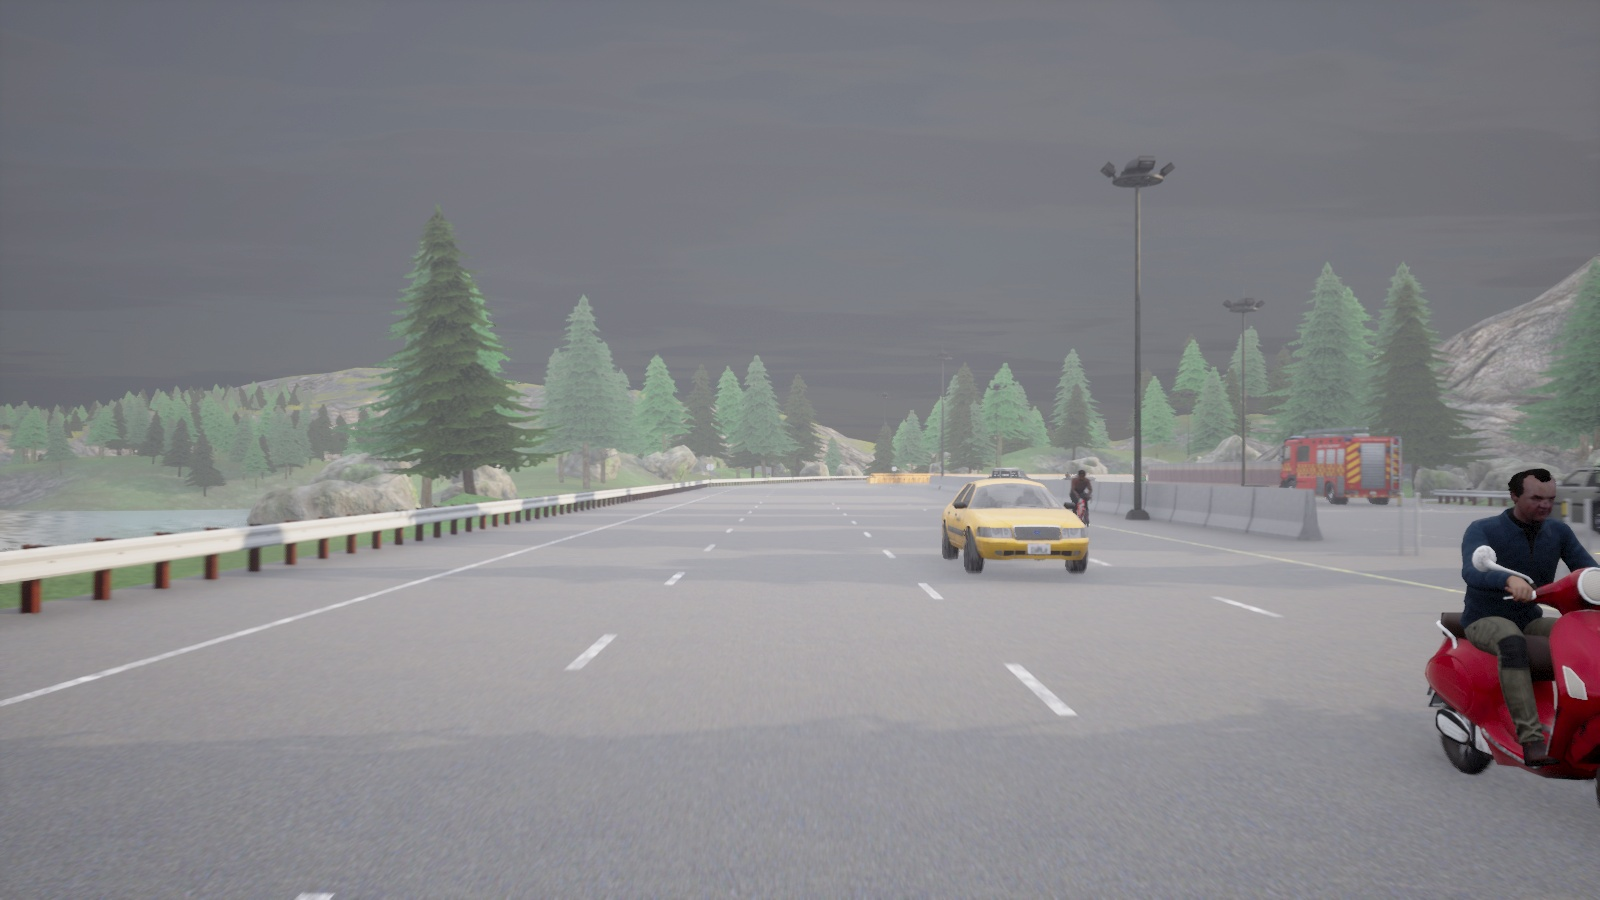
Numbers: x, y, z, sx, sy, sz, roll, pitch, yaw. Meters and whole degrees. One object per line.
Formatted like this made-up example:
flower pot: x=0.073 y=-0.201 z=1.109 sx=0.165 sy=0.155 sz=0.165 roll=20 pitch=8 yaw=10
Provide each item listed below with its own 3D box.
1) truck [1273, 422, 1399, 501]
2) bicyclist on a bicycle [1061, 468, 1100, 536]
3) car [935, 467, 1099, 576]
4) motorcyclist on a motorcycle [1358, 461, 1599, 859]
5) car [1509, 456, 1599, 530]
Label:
truck: x=27.827 y=0.634 z=65.647 sx=2.891 sy=3.827 sz=8.468 roll=0 pitch=-1 yaw=0
bicyclist on a bicycle: x=6.926 y=1.258 z=31.075 sx=0.582 sy=1.620 sz=1.656 roll=0 pitch=-1 yaw=0
car: x=3.450 y=1.090 z=20.996 sx=1.801 sy=1.575 sz=5.366 roll=0 pitch=-1 yaw=0
motorcyclist on a motorcycle: x=3.486 y=0.853 z=5.937 sx=0.866 sy=1.590 sz=1.817 roll=0 pitch=-1 yaw=0
car: x=20.921 y=1.099 z=33.009 sx=1.932 sy=1.855 sz=4.605 roll=0 pitch=-1 yaw=0
